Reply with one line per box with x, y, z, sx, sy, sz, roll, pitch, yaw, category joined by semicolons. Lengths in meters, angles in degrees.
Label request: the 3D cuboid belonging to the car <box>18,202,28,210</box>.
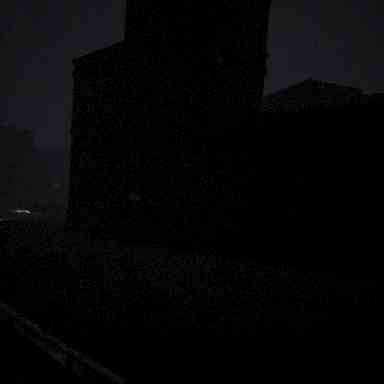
-22.617;1.925;47.326;1.994;1.385;4.181;4;-1;10;car

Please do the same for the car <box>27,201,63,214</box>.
-19.520;2.046;45.187;1.882;1.535;5.008;4;-1;9;car
